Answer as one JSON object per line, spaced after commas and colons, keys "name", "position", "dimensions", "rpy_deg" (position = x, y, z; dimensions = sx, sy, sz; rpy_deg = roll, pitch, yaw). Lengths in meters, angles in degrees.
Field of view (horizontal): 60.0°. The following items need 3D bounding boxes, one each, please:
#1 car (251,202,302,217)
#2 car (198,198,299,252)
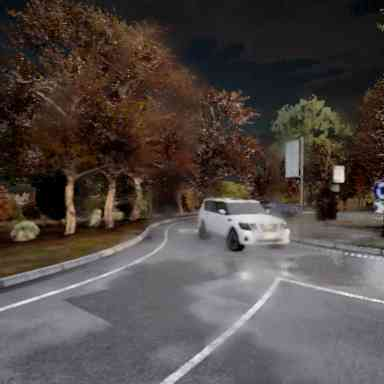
{"name": "car", "position": [8.883, 1.808, 34.962], "dimensions": [5.357, 1.411, 2.033], "rpy_deg": [1, 0, -31]}
{"name": "car", "position": [2.018, 1.303, 14.894], "dimensions": [2.150, 2.045, 5.566], "rpy_deg": [1, 0, -19]}
